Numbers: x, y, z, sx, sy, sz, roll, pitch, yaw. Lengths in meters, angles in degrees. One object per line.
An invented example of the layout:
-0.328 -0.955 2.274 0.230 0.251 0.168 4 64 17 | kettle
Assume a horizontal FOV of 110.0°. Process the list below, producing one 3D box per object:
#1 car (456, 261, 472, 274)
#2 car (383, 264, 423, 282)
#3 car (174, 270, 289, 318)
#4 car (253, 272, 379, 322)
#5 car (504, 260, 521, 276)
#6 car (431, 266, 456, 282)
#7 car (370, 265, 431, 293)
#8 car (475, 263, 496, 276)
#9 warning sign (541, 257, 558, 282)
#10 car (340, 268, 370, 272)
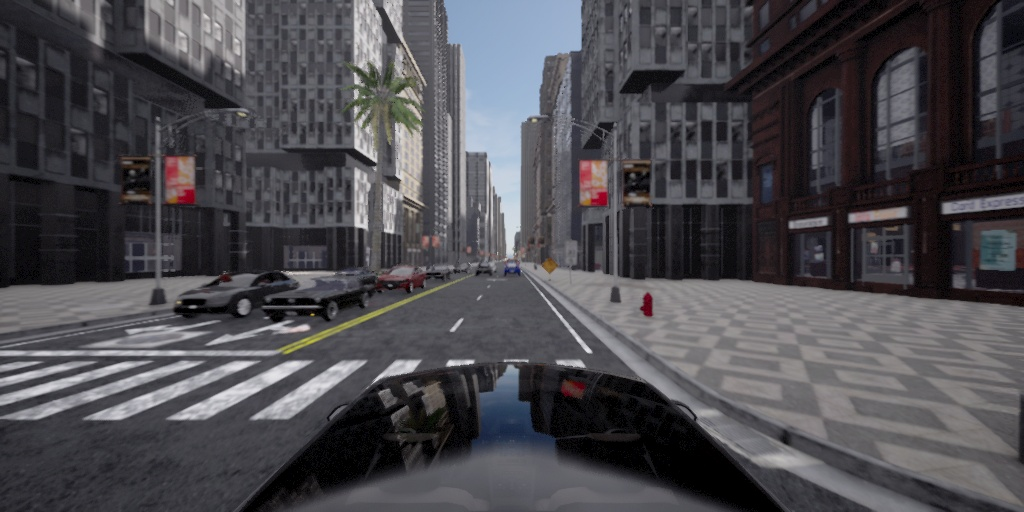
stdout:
-6.496 1.665 47.712 1.837 1.490 4.892 0 -1 0 | car
-9.842 1.512 32.917 2.033 1.411 5.357 0 -1 0 | car
-9.883 1.321 13.412 1.837 1.490 4.892 0 0 -2 | car
-6.601 1.410 12.806 1.895 1.301 4.718 0 0 -2 | car
0.048 1.527 41.958 1.882 1.535 5.008 0 -1 1 | car
-6.589 1.554 32.071 1.895 1.301 4.718 0 0 0 | car
-6.599 1.346 21.920 1.882 1.535 5.008 0 0 0 | car
-3.248 1.561 42.265 1.837 1.490 4.892 0 -1 0 | car
2.851 1.012 27.129 1.300 1.860 1.060 0 0 0 | warning sign
-9.840 1.439 22.326 1.994 1.385 4.181 0 0 1 | car
